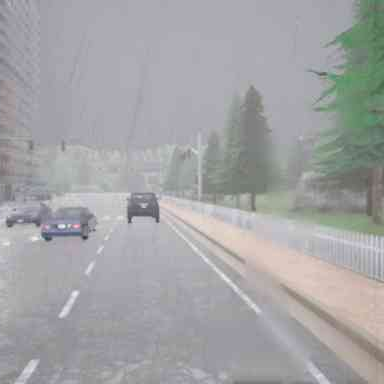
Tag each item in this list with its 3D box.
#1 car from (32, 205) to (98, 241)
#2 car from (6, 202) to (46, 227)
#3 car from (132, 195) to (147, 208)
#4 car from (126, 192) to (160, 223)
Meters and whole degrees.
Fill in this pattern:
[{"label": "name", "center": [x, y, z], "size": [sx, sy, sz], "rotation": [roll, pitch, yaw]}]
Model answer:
[{"label": "car", "center": [-5.736, 1.429, 16.076], "size": [2.033, 1.411, 5.357], "rotation": [0, 1, -10]}, {"label": "car", "center": [-10.312, 1.399, 21.515], "size": [1.812, 1.442, 4.674], "rotation": [0, 1, -10]}, {"label": "car", "center": [-6.645, 1.153, 42.001], "size": [1.837, 1.490, 4.892], "rotation": [-1, 1, -10]}, {"label": "car", "center": [-3.525, 1.014, 23.961], "size": [2.150, 2.045, 5.566], "rotation": [0, 0, -10]}]
